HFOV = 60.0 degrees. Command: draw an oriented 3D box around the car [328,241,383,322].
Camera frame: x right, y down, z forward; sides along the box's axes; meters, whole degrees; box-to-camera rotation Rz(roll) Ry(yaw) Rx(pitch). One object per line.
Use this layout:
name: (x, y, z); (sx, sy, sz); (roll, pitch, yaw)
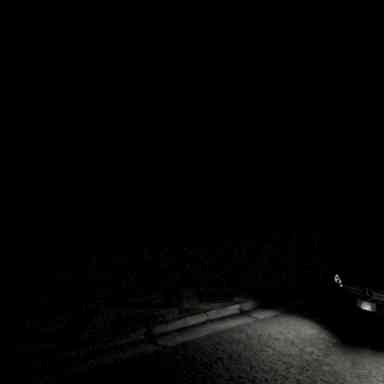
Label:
car: (4.725, 1.604, 6.747); (4.674, 1.442, 1.812); (1, 0, -35)
